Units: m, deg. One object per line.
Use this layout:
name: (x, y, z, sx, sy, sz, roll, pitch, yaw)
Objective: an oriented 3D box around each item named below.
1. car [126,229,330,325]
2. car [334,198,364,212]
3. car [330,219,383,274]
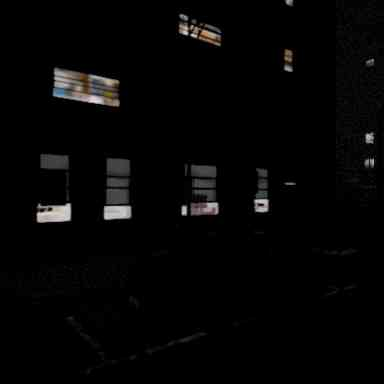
car: (0.763, 1.545, 7.098, 4.313, 1.339, 1.947, 0, 1, -36)
car: (14.932, 1.210, 33.306, 1.947, 1.339, 4.313, 1, 0, -36)
car: (5.259, 1.535, 10.307, 4.206, 1.307, 1.802, 0, 1, -36)
